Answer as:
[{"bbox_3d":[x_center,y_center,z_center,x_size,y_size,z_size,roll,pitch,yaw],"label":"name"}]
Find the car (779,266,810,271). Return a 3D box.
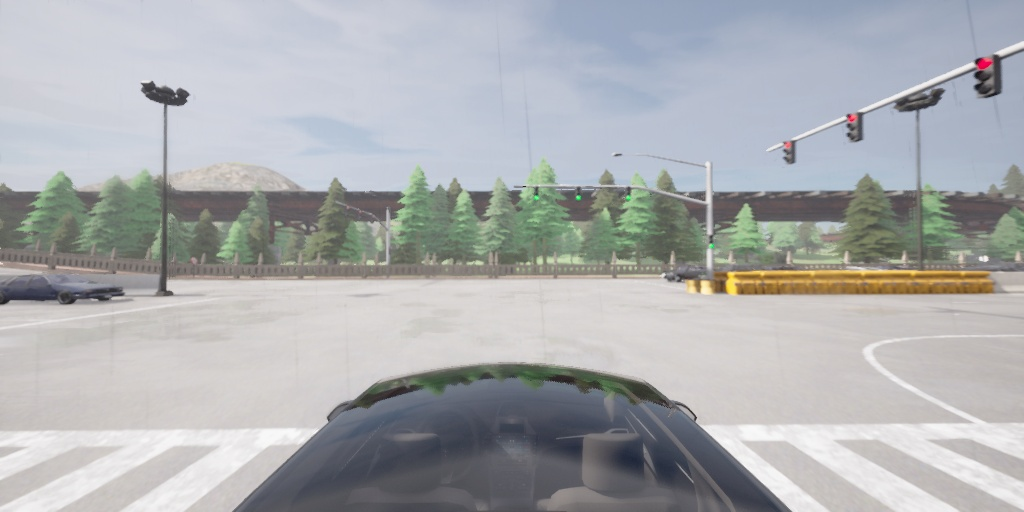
[{"bbox_3d":[20.853,1.532,28.752,4.892,1.490,1.837,0,-1,-1],"label":"car"}]

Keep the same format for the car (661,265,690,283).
[{"bbox_3d":[15.950,1.576,32.156,4.902,1.511,2.128,0,-1,-1],"label":"car"}]

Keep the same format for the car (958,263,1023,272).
[{"bbox_3d":[33.517,1.453,25.494,4.892,1.490,1.837,0,-1,-1],"label":"car"}]

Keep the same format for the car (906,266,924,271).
[{"bbox_3d":[30.353,1.492,28.934,4.902,1.511,2.128,0,-1,-1],"label":"car"}]

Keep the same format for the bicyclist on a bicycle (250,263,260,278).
[{"bbox_3d":[-28.002,1.595,39.087,0.582,1.620,1.656,0,0,-1],"label":"bicyclist on a bicycle"}]

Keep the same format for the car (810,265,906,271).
[{"bbox_3d":[24.307,1.499,25.301,4.674,1.442,1.812,0,-1,-1],"label":"car"}]

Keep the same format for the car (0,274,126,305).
[{"bbox_3d":[-22.086,1.552,17.212,5.357,1.411,2.033,0,-1,-1],"label":"car"}]

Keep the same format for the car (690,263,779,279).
[{"bbox_3d":[15.475,1.350,25.148,4.553,1.767,2.097,0,-1,-1],"label":"car"}]
